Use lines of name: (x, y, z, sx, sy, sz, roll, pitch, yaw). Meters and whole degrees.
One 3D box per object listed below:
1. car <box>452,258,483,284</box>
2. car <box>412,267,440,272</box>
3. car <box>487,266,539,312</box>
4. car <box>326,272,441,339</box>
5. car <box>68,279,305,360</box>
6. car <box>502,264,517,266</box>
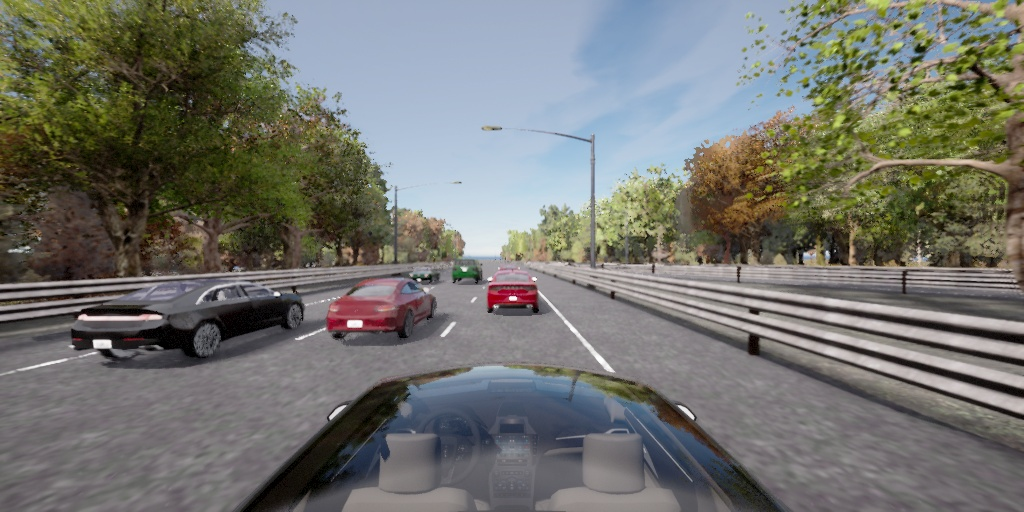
car: (-3.714, 1.203, 30.416, 2.150, 2.045, 5.566, 0, -1, -1)
car: (-7.204, 1.578, 29.824, 1.895, 1.301, 4.718, 0, -1, -1)
car: (0.014, 1.327, 14.785, 1.882, 1.535, 5.008, 0, 0, 0)
car: (-3.454, 1.340, 10.162, 1.812, 1.442, 4.674, 0, 0, 0)
car: (-6.949, 1.295, 8.505, 2.128, 1.511, 4.902, 0, 0, 0)
car: (-0.267, 1.480, 32.924, 1.882, 1.535, 5.008, 0, -1, -1)
